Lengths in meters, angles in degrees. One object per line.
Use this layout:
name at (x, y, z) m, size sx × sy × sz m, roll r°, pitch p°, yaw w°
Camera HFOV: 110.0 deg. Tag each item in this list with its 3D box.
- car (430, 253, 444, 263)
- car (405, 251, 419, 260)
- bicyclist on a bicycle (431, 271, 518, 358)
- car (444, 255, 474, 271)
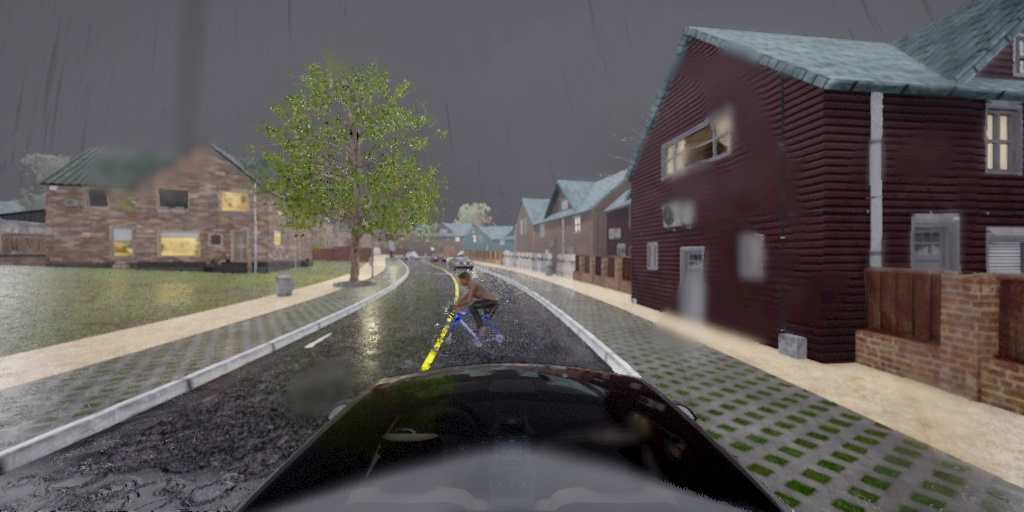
car at (-10.182, 0.274, 49.372) m, size 1.895 × 1.301 × 4.718 m, roll 0°, pitch 2°, yaw -19°
car at (-16.087, -0.063, 57.546) m, size 1.812 × 1.442 × 4.674 m, roll 0°, pitch 1°, yaw -19°
bicyclist on a bicycle at (-0.717, 1.110, 6.751) m, size 1.656 × 1.620 × 0.582 m, roll -1°, pitch 1°, yaw -3°
car at (-4.854, 0.656, 33.678) m, size 2.033 × 1.411 × 5.357 m, roll 0°, pitch 1°, yaw -17°
